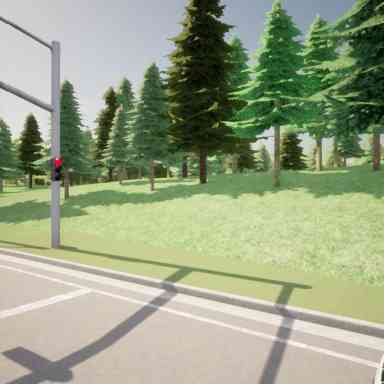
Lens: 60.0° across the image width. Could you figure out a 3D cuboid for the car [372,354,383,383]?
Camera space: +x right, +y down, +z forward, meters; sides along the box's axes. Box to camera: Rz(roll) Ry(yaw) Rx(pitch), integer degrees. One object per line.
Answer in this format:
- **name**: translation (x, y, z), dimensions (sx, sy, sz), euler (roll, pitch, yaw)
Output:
- **car**: translation (3.381, 1.352, 1.583), dimensions (4.553, 1.767, 2.097), euler (0, 0, 35)
